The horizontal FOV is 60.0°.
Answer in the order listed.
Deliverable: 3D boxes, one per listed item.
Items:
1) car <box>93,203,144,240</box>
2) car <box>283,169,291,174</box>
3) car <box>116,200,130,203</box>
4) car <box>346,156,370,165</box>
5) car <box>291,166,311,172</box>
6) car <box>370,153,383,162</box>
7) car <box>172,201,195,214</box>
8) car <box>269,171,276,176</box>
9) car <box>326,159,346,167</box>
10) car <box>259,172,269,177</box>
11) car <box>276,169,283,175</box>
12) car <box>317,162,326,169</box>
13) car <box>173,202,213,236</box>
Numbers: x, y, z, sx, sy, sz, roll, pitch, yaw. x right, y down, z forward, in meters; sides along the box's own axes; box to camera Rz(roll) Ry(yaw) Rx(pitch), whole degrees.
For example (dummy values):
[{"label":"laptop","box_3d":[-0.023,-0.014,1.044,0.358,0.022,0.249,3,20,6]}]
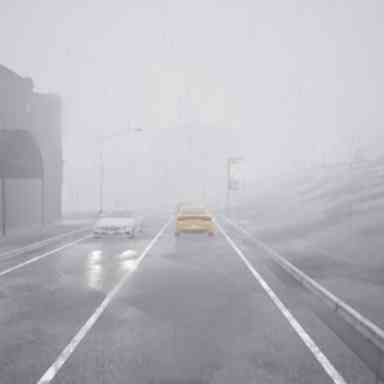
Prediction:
[{"label":"car","box_3d":[-3.614,1.529,17.051,1.812,1.442,4.674,0,0,0]},{"label":"car","box_3d":[21.390,-4.198,69.804,2.002,1.452,4.674,0,1,-1]},{"label":"car","box_3d":[-12.017,2.231,58.210,2.097,1.767,4.553,-1,-2,-30]},{"label":"car","box_3d":[22.103,-3.827,42.314,2.002,1.452,4.674,0,1,-2]},{"label":"car","box_3d":[21.508,-4.299,64.310,2.185,1.767,4.553,0,1,-1]},{"label":"car","box_3d":[22.454,-3.766,36.777,2.097,1.535,5.008,0,1,-4]},{"label":"car","box_3d":[-1.070,1.792,38.762,1.994,1.385,4.181,0,-1,-10]},{"label":"car","box_3d":[21.149,-4.490,80.995,2.185,1.767,4.553,0,1,-1]},{"label":"car","box_3d":[21.871,-3.964,47.856,2.231,1.521,4.892,0,1,-1]},{"label":"car","box_3d":[20.910,-4.472,92.010,2.231,1.521,4.892,0,1,-1]},{"label":"car","box_3d":[21.267,-4.430,75.476,2.185,1.767,4.553,0,1,-1]},{"label":"car","box_3d":[21.744,-4.042,53.373,2.231,1.521,4.892,0,1,-1]},{"label":"car","box_3d":[0.105,1.484,18.263,1.882,1.535,5.008,0,0,0]}]
